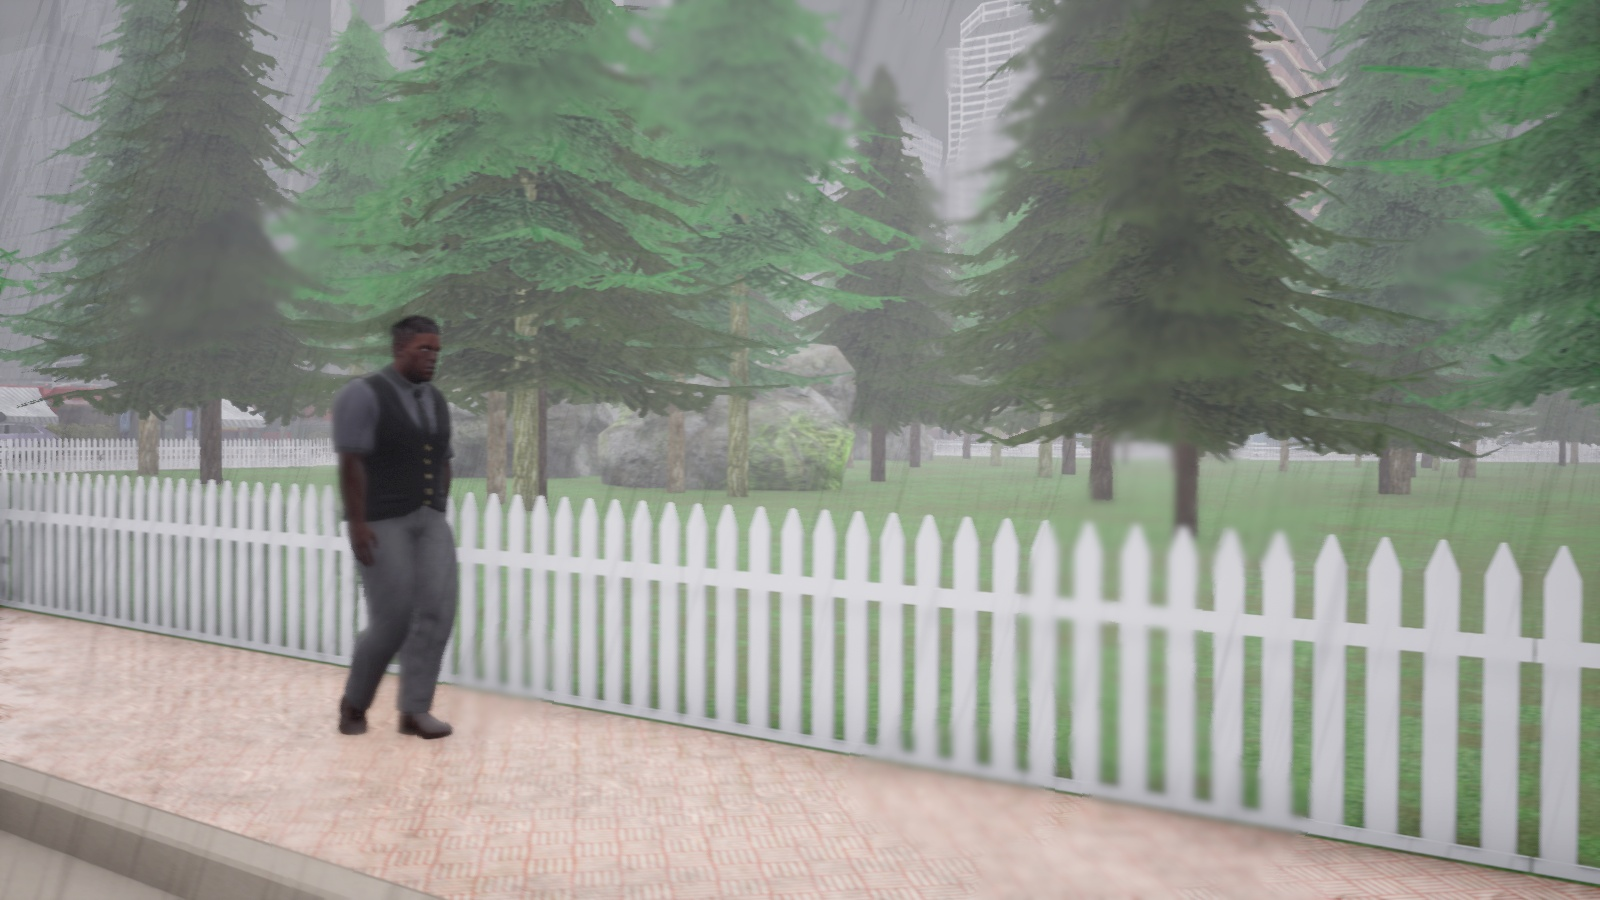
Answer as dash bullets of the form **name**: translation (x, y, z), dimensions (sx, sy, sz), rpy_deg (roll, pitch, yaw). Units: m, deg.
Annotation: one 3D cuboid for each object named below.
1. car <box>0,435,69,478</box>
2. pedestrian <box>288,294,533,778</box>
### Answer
- **car**: translation (-31.762, 0.276, 49.323), dimensions (2.033, 1.649, 4.856), rpy_deg (0, 1, 32)
- **pedestrian**: translation (-1.657, 0.332, 5.347), dimensions (0.849, 1.883, 0.563), rpy_deg (0, 1, 34)
